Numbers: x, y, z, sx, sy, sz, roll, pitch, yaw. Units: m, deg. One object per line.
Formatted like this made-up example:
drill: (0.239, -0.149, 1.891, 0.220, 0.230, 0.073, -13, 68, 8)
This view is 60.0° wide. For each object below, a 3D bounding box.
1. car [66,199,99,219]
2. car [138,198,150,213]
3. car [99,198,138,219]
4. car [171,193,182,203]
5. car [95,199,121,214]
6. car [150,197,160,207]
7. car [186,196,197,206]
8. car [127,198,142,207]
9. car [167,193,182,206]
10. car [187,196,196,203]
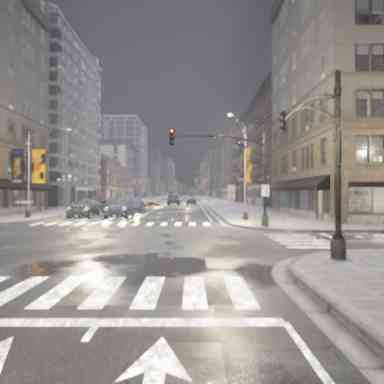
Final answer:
car: (-9.885, 1.454, 30.603, 2.097, 1.767, 4.553, 0, 0, 0)
car: (-6.643, 1.619, 39.446, 2.128, 1.511, 4.902, 0, 0, 0)
car: (-6.635, 1.453, 30.607, 2.097, 1.767, 4.553, 0, 0, 0)
car: (-3.360, 1.314, 71.545, 2.150, 2.045, 5.566, 0, 0, 0)
car: (-9.897, 1.631, 39.570, 1.837, 1.490, 4.892, 0, 1, 0)
car: (-6.628, 1.657, 56.659, 1.882, 1.535, 5.008, 0, 0, 1)
car: (-0.093, 1.696, 61.099, 1.837, 1.490, 4.892, 0, 0, 0)
car: (-9.872, 1.707, 57.547, 1.812, 1.442, 4.674, 0, 0, 0)
car: (-3.343, 1.413, 61.125, 2.150, 2.045, 5.566, 0, 0, 0)
car: (-0.110, 1.612, 71.519, 1.812, 1.442, 4.674, 0, 0, 0)
